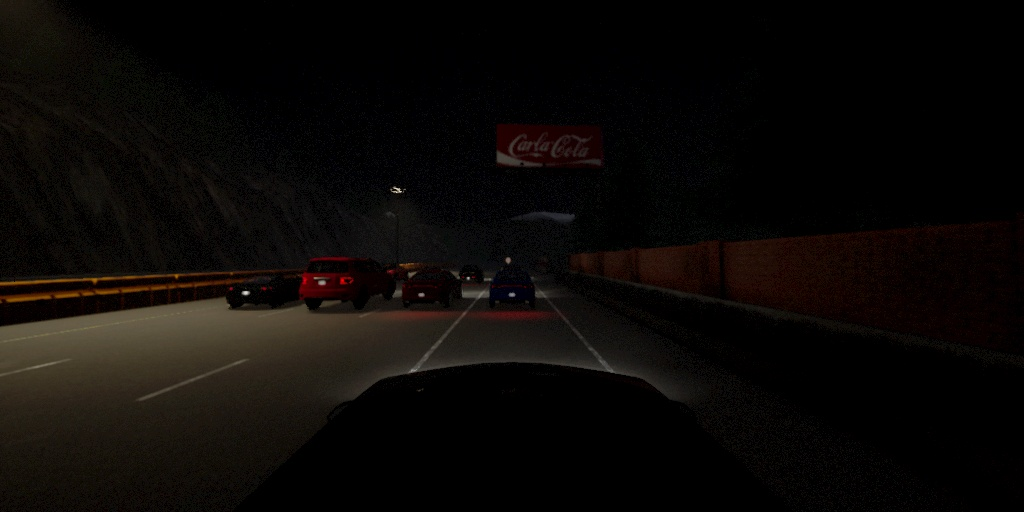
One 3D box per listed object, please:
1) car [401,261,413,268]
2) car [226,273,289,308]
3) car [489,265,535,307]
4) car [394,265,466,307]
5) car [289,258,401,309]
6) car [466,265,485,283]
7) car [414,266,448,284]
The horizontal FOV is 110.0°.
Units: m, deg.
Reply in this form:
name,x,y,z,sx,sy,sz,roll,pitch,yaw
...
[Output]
name,x,y,z,sx,sy,sz,roll,pitch,yaw
car,-10.494,1.372,30.951,2.097,1.767,4.553,0,-1,0
car,-10.489,1.449,16.151,1.994,1.385,4.181,0,0,0
car,0.014,1.364,16.337,1.882,1.535,5.008,0,0,0
car,-3.486,1.364,16.327,1.882,1.535,5.008,0,0,0
car,-6.991,1.098,15.877,2.150,2.045,5.566,0,0,0
car,-3.493,1.532,31.178,1.837,1.490,4.892,0,0,0
car,-6.993,1.589,31.215,1.994,1.385,4.181,0,0,0
